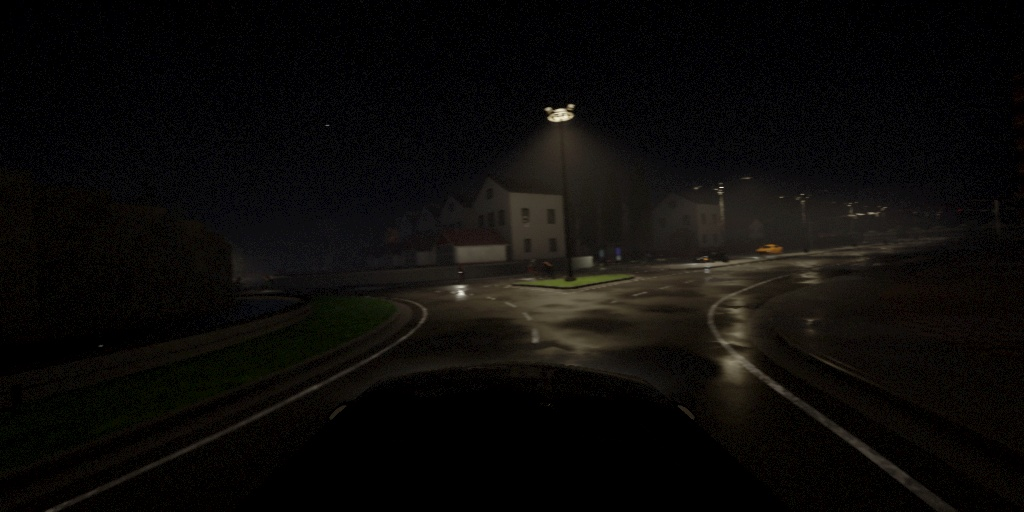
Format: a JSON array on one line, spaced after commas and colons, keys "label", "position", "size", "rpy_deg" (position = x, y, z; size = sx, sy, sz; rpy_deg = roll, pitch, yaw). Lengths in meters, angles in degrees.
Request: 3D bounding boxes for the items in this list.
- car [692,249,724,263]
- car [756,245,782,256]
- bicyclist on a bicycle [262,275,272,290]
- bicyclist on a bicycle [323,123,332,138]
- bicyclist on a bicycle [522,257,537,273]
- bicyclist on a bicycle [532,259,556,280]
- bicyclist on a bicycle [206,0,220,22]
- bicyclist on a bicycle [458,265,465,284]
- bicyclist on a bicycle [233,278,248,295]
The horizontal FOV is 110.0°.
[{"label": "car", "position": [23.126, -0.003, 42.015], "size": [4.892, 1.490, 1.837], "rpy_deg": [-3, 0, -34]}, {"label": "car", "position": [36.891, -0.838, 51.444], "size": [5.008, 1.535, 1.882], "rpy_deg": [-3, 0, -34]}, {"label": "bicyclist on a bicycle", "position": [-25.718, 2.781, 37.618], "size": [1.656, 1.620, 0.582], "rpy_deg": [-4, -1, 23]}, {"label": "bicyclist on a bicycle", "position": [-21.124, -14.581, 41.166], "size": [0.582, 1.620, 1.656], "rpy_deg": [-3, -32, 1]}, {"label": "bicyclist on a bicycle", "position": [1.809, 0.998, 31.188], "size": [1.656, 1.620, 0.582], "rpy_deg": [-32, 9, 28]}, {"label": "bicyclist on a bicycle", "position": [2.638, 1.078, 27.040], "size": [0.582, 1.620, 1.656], "rpy_deg": [-3, -9, -41]}, {"label": "bicyclist on a bicycle", "position": [-23.243, -19.300, 27.813], "size": [0.582, 1.656, 1.620], "rpy_deg": [-28, -6, -25]}, {"label": "bicyclist on a bicycle", "position": [-4.407, 1.595, 31.199], "size": [0.582, 1.620, 1.656], "rpy_deg": [-4, 0, 9]}, {"label": "bicyclist on a bicycle", "position": [-27.262, 3.020, 35.646], "size": [1.656, 1.620, 0.582], "rpy_deg": [-3, 0, -27]}]
